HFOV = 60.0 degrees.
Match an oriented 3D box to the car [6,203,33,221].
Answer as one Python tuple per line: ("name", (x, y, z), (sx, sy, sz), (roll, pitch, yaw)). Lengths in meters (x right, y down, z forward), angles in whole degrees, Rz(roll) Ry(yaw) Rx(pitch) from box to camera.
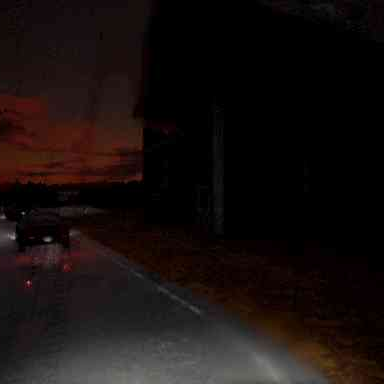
("car", (-13.826, 1.571, 27.026), (1.994, 1.385, 4.181), (0, 0, -30))

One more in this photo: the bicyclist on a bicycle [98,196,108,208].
("bicyclist on a bicycle", (-12.867, 1.447, 48.000), (0.582, 1.620, 1.656), (0, 0, 44))

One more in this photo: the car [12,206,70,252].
("car", (-6.361, 1.532, 14.015), (1.812, 1.442, 4.674), (0, 0, -30))
